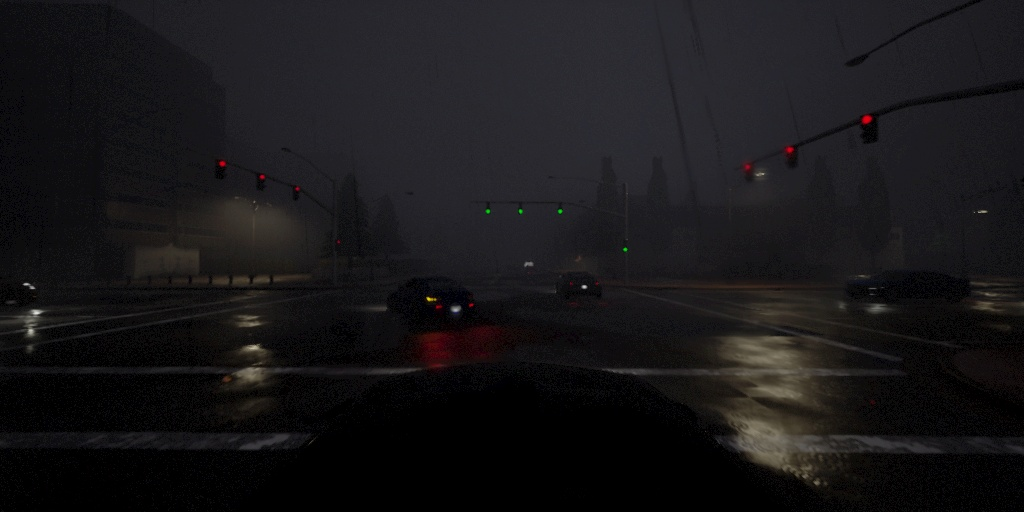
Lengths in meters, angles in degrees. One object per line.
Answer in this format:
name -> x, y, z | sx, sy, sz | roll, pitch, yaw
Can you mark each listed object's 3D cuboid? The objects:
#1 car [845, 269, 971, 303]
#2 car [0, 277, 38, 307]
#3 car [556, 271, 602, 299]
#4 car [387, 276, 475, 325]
car -> 19.369, 1.424, 17.694 | 5.008, 1.535, 1.882 | 0, -1, -1
car -> -22.203, 1.261, 14.325 | 4.553, 1.767, 2.097 | 0, -1, 0
car -> 3.604, 1.538, 19.843 | 1.994, 1.385, 4.181 | 0, -1, 0
car -> -2.885, 1.410, 12.530 | 1.812, 1.442, 4.674 | 1, -1, -33
